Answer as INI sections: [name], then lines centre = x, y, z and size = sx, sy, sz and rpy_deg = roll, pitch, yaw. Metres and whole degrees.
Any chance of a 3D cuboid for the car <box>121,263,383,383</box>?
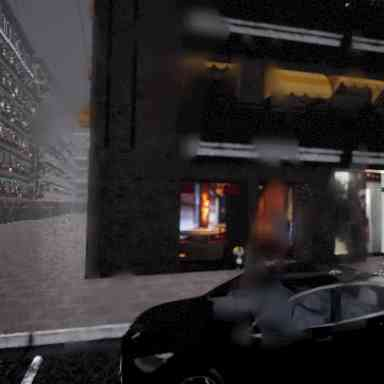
[car]
centre = 1.287, 1.712, 4.410
size = 4.313, 1.339, 1.947
rpy_deg = 0, 0, -12
